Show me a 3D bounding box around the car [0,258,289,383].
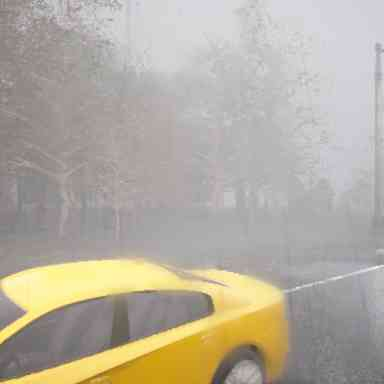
[{"bbox_3d":[-1.230,1.478,3.109,5.008,1.535,1.882,0,0,-35],"label":"car"}]
